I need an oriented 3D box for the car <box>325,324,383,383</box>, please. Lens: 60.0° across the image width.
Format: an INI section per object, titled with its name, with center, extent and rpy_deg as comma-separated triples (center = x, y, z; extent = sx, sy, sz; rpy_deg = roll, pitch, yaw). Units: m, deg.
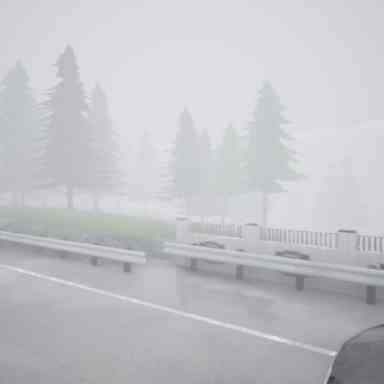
[car]
center = 3.273, 1.492, 1.657
extent = 4.902, 1.511, 2.128
rpy_deg = 0, 0, 36
